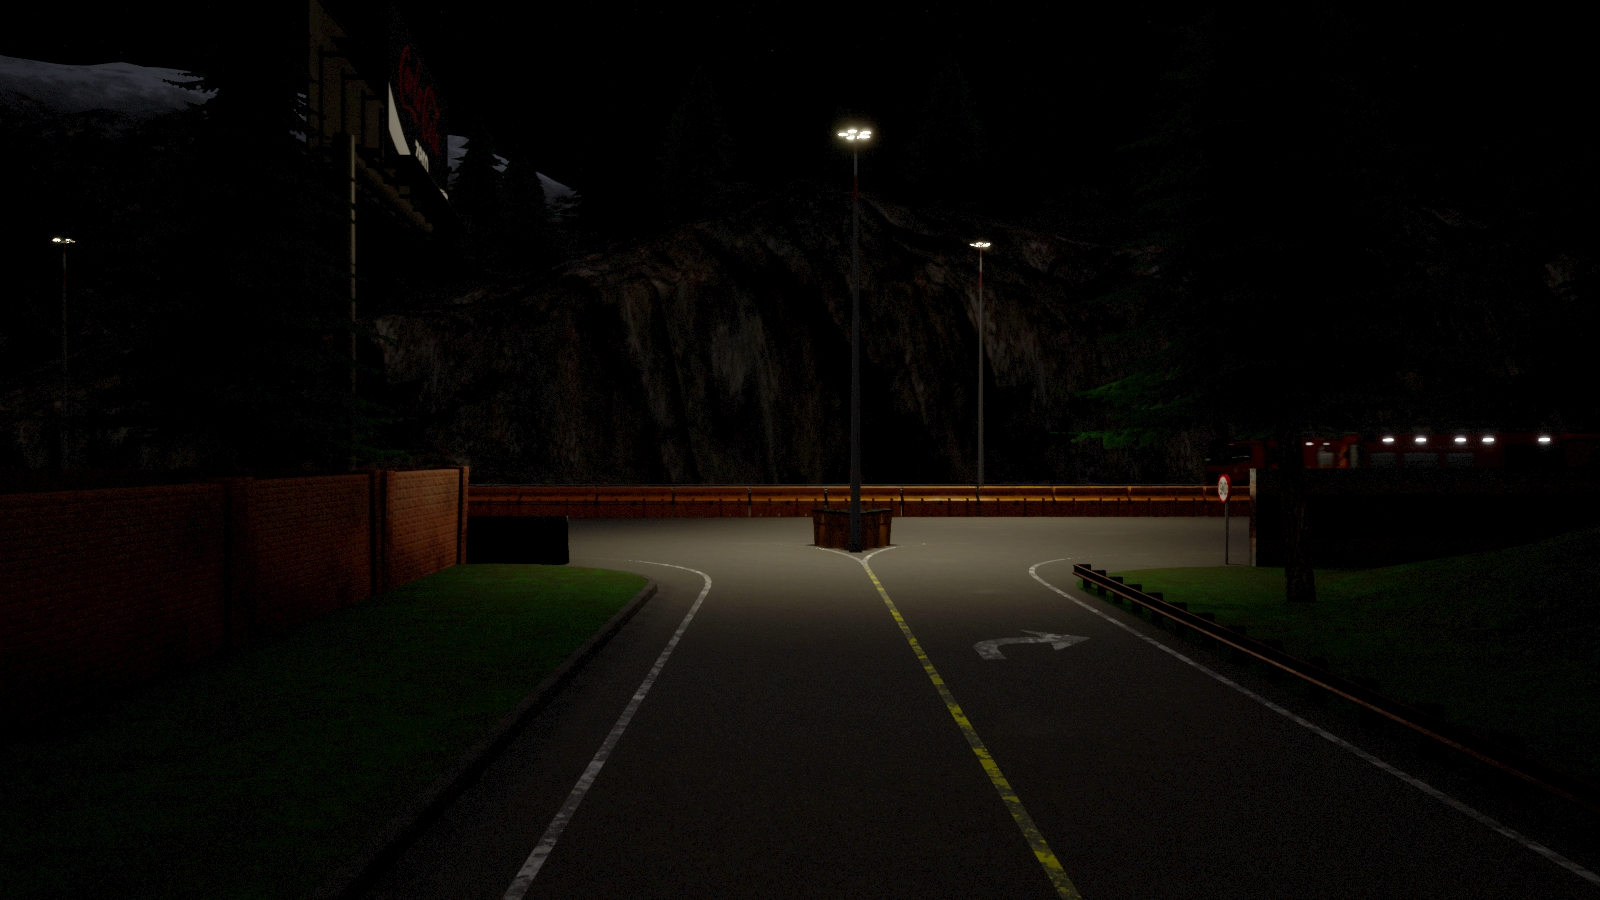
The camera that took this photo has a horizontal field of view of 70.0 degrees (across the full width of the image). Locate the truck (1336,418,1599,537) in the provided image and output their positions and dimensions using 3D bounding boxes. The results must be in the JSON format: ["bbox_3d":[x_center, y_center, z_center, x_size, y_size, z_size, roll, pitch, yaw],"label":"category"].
[{"bbox_3d":[23.028,0.891,38.543,8.468,3.827,2.891,0,0,9],"label":"truck"}]
